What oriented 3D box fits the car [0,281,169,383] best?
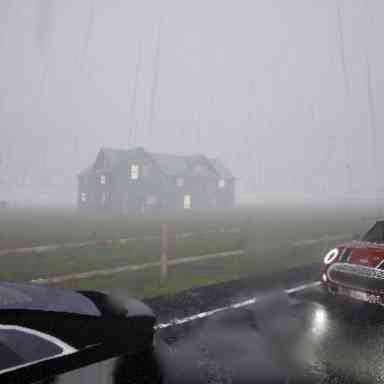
[{"bbox_3d":[-2.479,1.517,2.189,4.902,1.511,2.128,0,0,-36],"label":"car"}]

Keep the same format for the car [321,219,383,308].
[{"bbox_3d":[5.005,1.383,7.659,4.553,1.767,2.097,0,0,-36],"label":"car"}]
